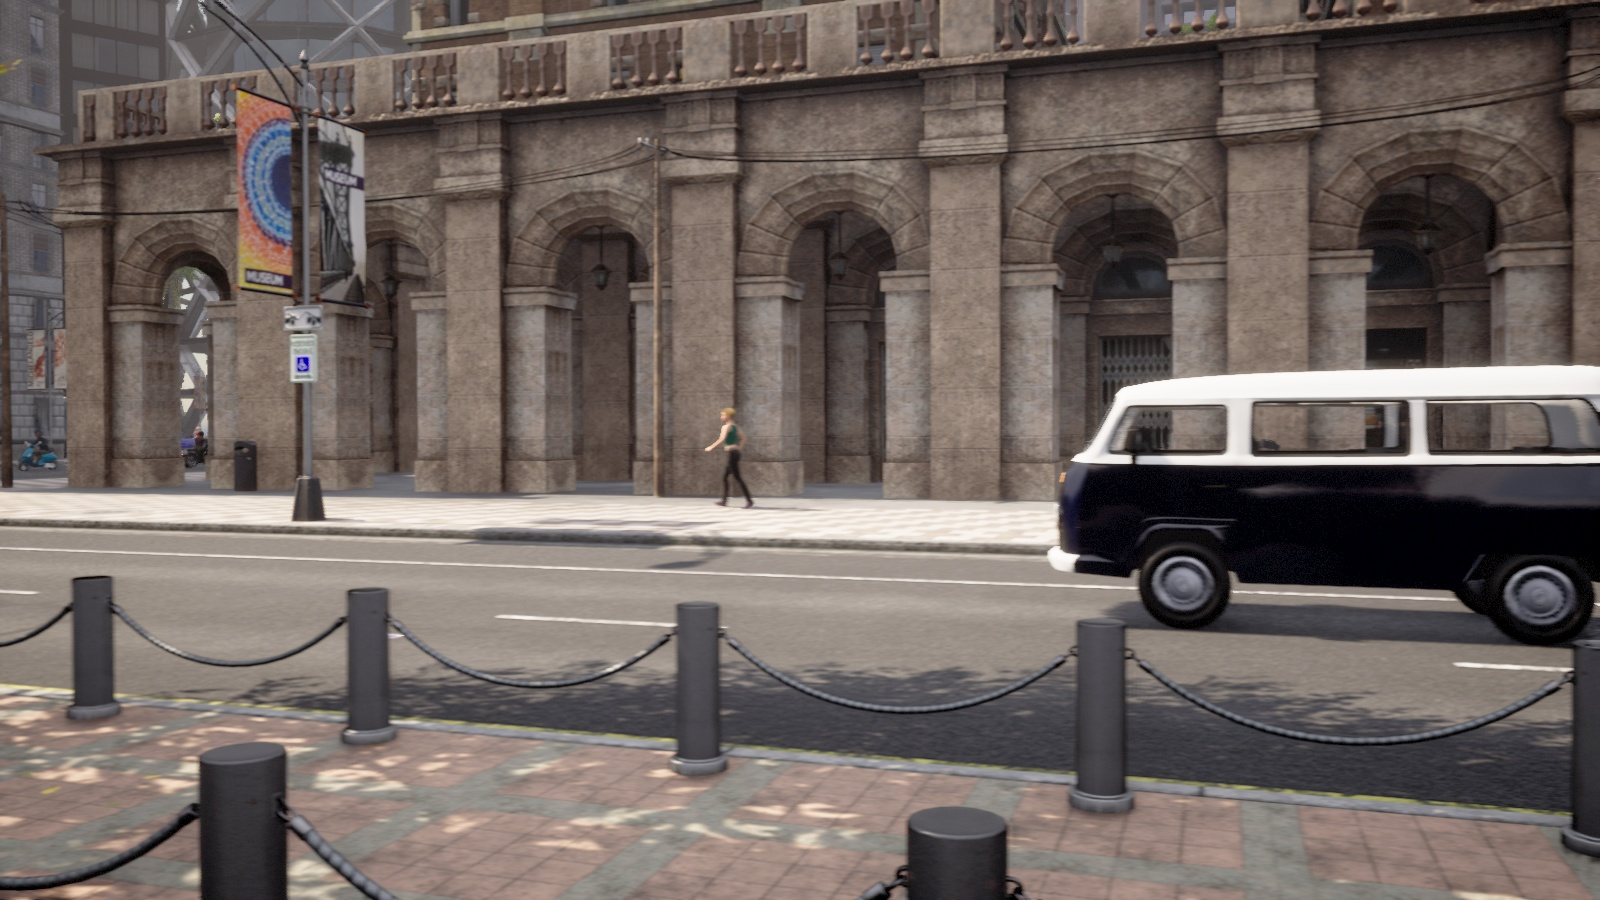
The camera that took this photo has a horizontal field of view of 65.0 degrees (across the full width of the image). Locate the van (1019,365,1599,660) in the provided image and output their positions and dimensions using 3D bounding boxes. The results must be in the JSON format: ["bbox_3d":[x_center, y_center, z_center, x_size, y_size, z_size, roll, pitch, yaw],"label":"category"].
[{"bbox_3d":[4.198,0.402,10.216,4.480,2.038,2.069,1,1,19],"label":"van"}]

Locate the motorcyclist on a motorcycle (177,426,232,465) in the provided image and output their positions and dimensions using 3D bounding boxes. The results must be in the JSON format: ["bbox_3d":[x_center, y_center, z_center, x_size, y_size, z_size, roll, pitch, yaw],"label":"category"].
[{"bbox_3d":[-26.122,-0.204,55.127,0.766,1.649,2.350,1,1,19],"label":"motorcyclist on a motorcycle"}]

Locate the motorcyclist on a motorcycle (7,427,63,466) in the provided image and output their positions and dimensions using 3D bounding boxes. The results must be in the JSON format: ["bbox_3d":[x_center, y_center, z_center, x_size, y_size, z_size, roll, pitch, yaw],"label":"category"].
[{"bbox_3d":[-31.154,-0.157,51.177,0.866,1.590,1.817,1,1,18],"label":"motorcyclist on a motorcycle"}]

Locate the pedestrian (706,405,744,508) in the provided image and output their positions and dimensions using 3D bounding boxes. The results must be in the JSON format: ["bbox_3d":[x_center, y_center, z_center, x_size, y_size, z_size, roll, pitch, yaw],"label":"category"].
[{"bbox_3d":[-1.344,0.115,22.670,0.594,1.836,0.345,1,1,18],"label":"pedestrian"}]
